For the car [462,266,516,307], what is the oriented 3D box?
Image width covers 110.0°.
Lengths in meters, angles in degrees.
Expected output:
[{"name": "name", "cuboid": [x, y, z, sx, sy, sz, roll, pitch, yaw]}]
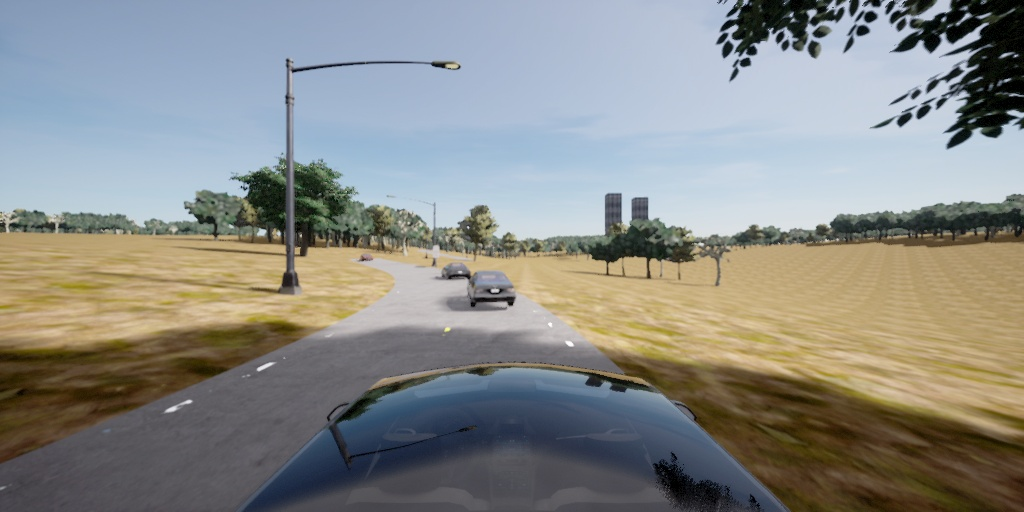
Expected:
[{"name": "car", "cuboid": [-1.040, 1.356, 16.051, 2.033, 1.411, 5.357, 0, 0, -9]}]

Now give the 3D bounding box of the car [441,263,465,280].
[{"name": "car", "cuboid": [-4.895, 1.249, 31.138, 1.994, 1.385, 4.181, 0, 1, -20]}]
